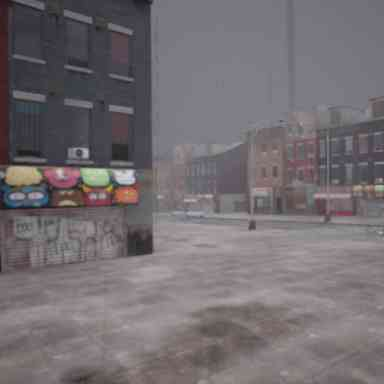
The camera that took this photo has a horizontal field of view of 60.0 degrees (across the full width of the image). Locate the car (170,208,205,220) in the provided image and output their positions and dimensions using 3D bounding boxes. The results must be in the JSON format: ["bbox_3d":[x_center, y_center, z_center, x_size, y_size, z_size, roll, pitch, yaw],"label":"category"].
[{"bbox_3d":[-0.625,2.557,38.725,1.895,1.301,4.718,-1,-2,-36],"label":"car"}]
